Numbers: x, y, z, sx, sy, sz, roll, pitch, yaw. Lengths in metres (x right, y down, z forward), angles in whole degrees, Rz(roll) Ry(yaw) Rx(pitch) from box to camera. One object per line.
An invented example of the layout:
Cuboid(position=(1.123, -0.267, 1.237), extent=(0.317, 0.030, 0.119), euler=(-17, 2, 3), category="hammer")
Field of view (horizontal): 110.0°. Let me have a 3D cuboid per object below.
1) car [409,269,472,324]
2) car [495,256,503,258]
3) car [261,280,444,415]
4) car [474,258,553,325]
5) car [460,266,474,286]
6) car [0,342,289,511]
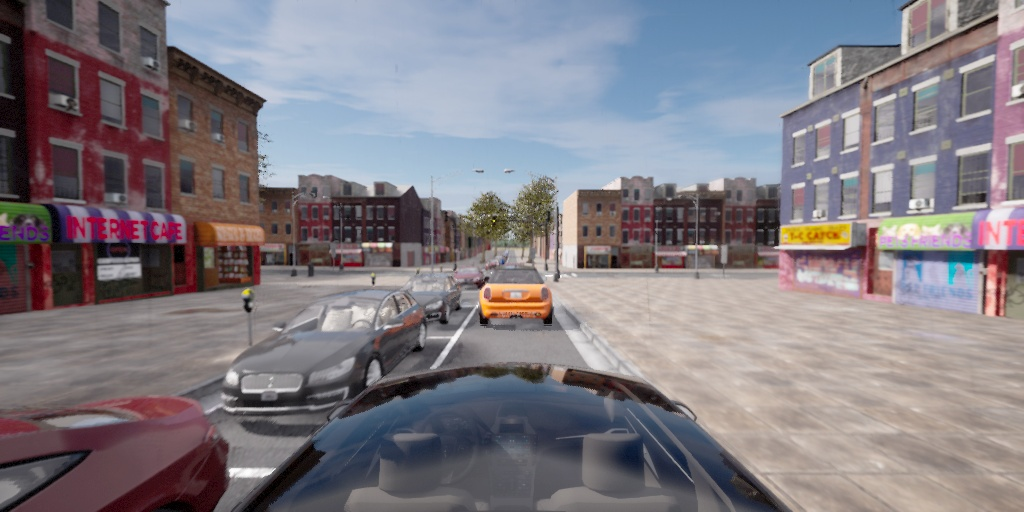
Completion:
Cuboid(position=(-2.630, 1.275, 11.556), extent=(2.007, 1.370, 4.403), euler=(0, 0, 0), category="car")
Cuboid(position=(-2.592, 1.138, 49.226), extent=(1.967, 1.591, 4.097), euler=(0, 0, 0), category="car")
Cuboid(position=(-2.636, 1.288, 6.108), extent=(2.007, 1.370, 4.403), euler=(0, 0, 0), category="car")
Cuboid(position=(0.109, 1.076, 11.832), extent=(2.097, 1.767, 4.553), euler=(0, 0, 0), category="car")
Cuboid(position=(-2.619, 1.289, 22.450), extent=(1.802, 1.307, 4.207), euler=(0, 0, 0), category="car")
Cuboid(position=(-2.641, 1.335, 0.659), extent=(1.802, 1.307, 4.207), euler=(0, 0, 0), category="car")
